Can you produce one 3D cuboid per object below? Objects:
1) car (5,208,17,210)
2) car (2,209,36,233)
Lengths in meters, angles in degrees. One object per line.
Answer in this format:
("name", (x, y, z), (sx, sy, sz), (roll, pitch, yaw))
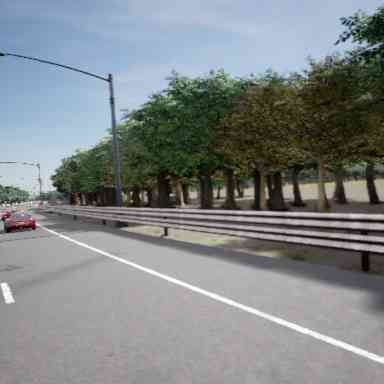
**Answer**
("car", (-22.144, 2.701, 40.804), (1.812, 1.442, 4.674), (-4, 0, -30))
("car", (-13.334, 2.257, 25.719), (1.994, 1.385, 4.181), (-4, 1, -31))
